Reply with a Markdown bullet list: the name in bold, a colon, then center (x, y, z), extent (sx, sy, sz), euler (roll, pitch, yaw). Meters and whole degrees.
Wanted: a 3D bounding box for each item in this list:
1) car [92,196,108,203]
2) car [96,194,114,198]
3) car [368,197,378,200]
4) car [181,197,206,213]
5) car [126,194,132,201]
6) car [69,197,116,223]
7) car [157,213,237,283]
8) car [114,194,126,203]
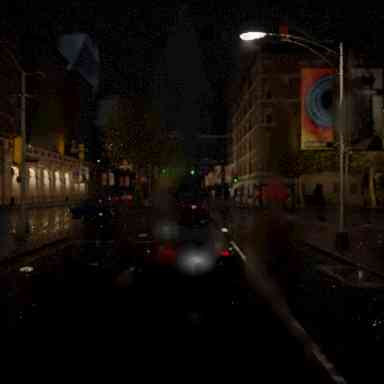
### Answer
- **car**: center (-18.173, 1.426, 65.882), extent (1.895, 1.301, 4.718), euler (0, 0, 0)
- **car**: center (-14.953, 1.364, 55.123), extent (1.837, 1.490, 4.892), euler (0, 0, 1)
- **car**: center (34.523, 1.313, 67.216), extent (2.231, 1.521, 4.892), euler (0, 0, 0)
- **car**: center (0.132, 1.278, 29.096), extent (2.097, 1.767, 4.553), euler (0, 0, 0)
- **car**: center (-14.913, 1.163, 75.228), extent (2.097, 1.767, 4.553), euler (0, 0, 0)
- **car**: center (-7.839, 1.412, 25.340), extent (1.882, 1.535, 5.008), euler (1, 0, -35)
- **car**: center (0.113, 1.539, 9.629), extent (1.994, 1.385, 4.181), euler (0, 0, 0)
- **car**: center (-14.925, 1.186, 64.968), extent (2.097, 1.767, 4.553), euler (0, 0, 0)
